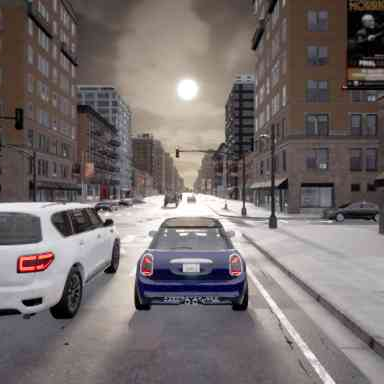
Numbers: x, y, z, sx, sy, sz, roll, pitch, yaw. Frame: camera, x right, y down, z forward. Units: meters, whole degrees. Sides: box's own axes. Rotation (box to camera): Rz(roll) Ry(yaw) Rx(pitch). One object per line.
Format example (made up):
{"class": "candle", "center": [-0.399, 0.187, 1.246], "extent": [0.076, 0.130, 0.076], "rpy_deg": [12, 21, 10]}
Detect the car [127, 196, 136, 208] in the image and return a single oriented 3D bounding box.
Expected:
{"class": "car", "center": [-9.927, 1.598, 48.989], "extent": [1.895, 1.301, 4.718], "rpy_deg": [0, 0, 0]}

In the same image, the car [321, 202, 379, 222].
{"class": "car", "center": [12.679, 1.545, 25.986], "extent": [4.892, 1.490, 1.837], "rpy_deg": [0, 0, 2]}

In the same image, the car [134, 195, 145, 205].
{"class": "car", "center": [-9.919, 1.345, 60.568], "extent": [2.097, 1.767, 4.553], "rpy_deg": [0, 0, 0]}

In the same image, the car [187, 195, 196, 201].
{"class": "car", "center": [-0.133, 1.453, 79.777], "extent": [1.895, 1.301, 4.718], "rpy_deg": [0, 0, 0]}

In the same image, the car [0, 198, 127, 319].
{"class": "car", "center": [-3.160, 1.223, 7.485], "extent": [2.150, 2.045, 5.566], "rpy_deg": [0, 0, 0]}

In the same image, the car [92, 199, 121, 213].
{"class": "car", "center": [-9.915, 1.547, 39.093], "extent": [2.033, 1.411, 5.357], "rpy_deg": [0, 0, 0]}

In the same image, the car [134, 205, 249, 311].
{"class": "car", "center": [-0.005, 1.352, 7.944], "extent": [2.097, 1.767, 4.553], "rpy_deg": [0, 0, 0]}

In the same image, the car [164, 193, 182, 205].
{"class": "car", "center": [-3.238, 1.217, 52.763], "extent": [2.150, 2.045, 5.566], "rpy_deg": [0, 0, 0]}

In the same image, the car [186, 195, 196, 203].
{"class": "car", "center": [-0.115, 1.482, 69.327], "extent": [2.128, 1.511, 4.902], "rpy_deg": [0, 0, 0]}
